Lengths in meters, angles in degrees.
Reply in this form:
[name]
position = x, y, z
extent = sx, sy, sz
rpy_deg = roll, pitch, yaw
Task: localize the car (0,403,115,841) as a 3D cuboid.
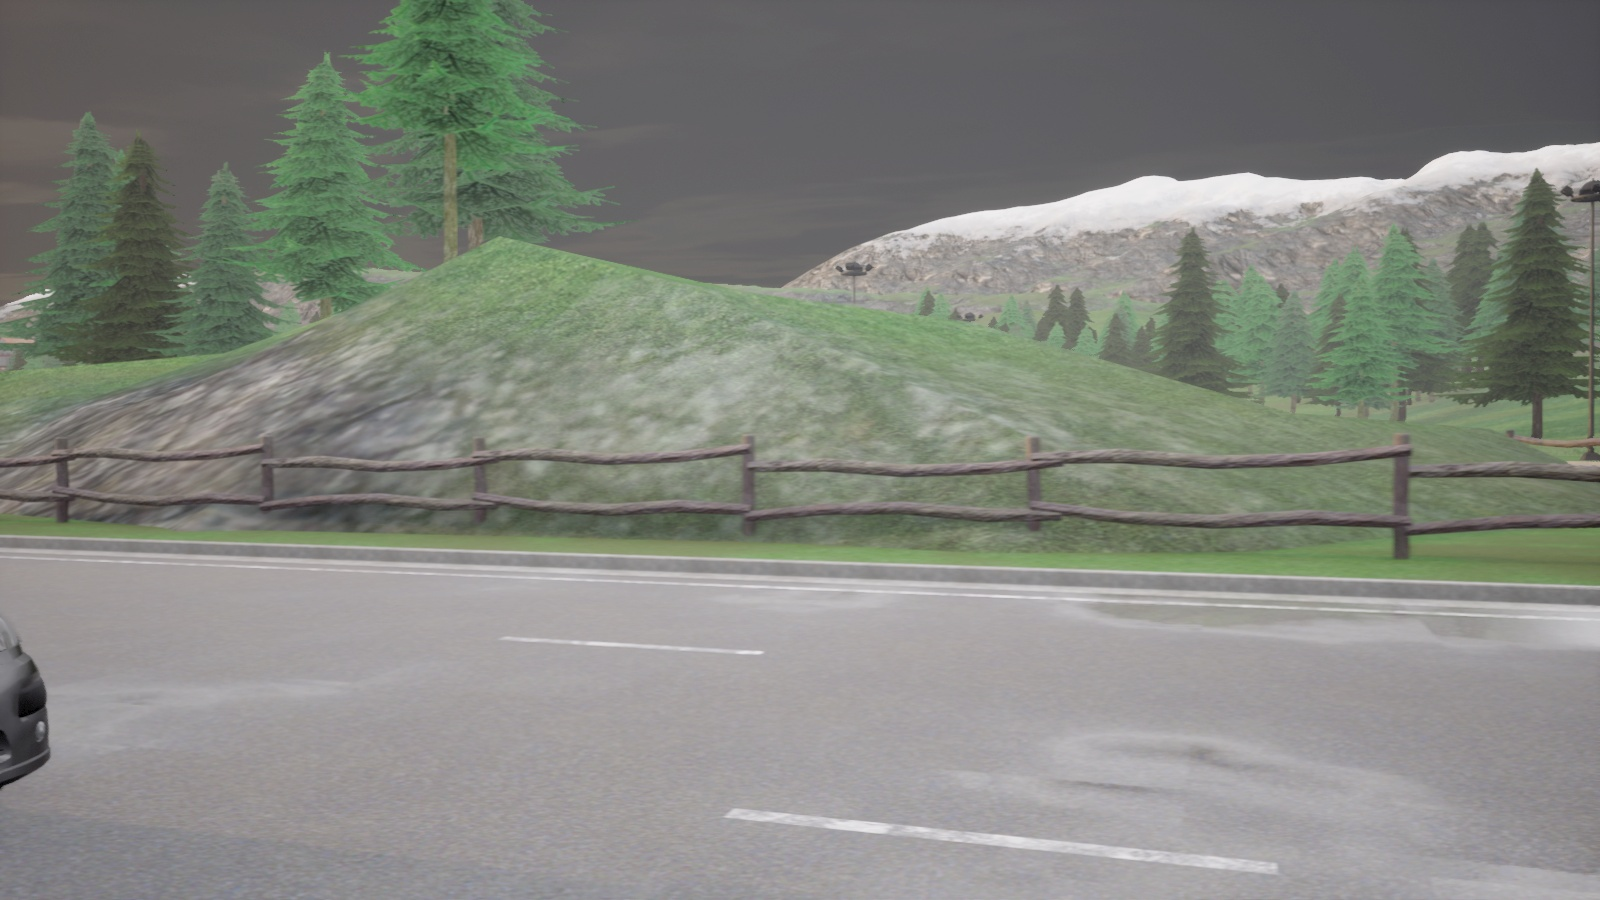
[car]
position = -4.972, 0.622, 4.864
extent = 3.988, 1.617, 1.851
rpy_deg = 1, 1, 19
